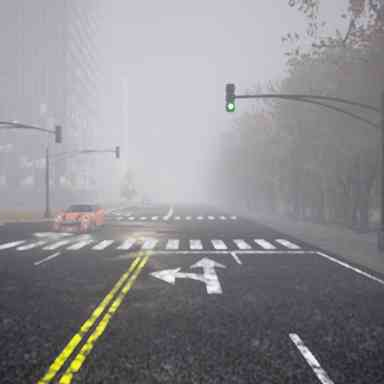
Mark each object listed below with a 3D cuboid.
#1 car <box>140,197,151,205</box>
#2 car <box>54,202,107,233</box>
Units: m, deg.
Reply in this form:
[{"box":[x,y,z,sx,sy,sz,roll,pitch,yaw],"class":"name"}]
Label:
[{"box":[-8.769,1.760,63.334,2.128,1.511,4.902,0,0,-4],"class":"car"},{"box":[-6.770,1.461,20.517,2.097,1.767,4.553,-1,0,-1],"class":"car"}]
